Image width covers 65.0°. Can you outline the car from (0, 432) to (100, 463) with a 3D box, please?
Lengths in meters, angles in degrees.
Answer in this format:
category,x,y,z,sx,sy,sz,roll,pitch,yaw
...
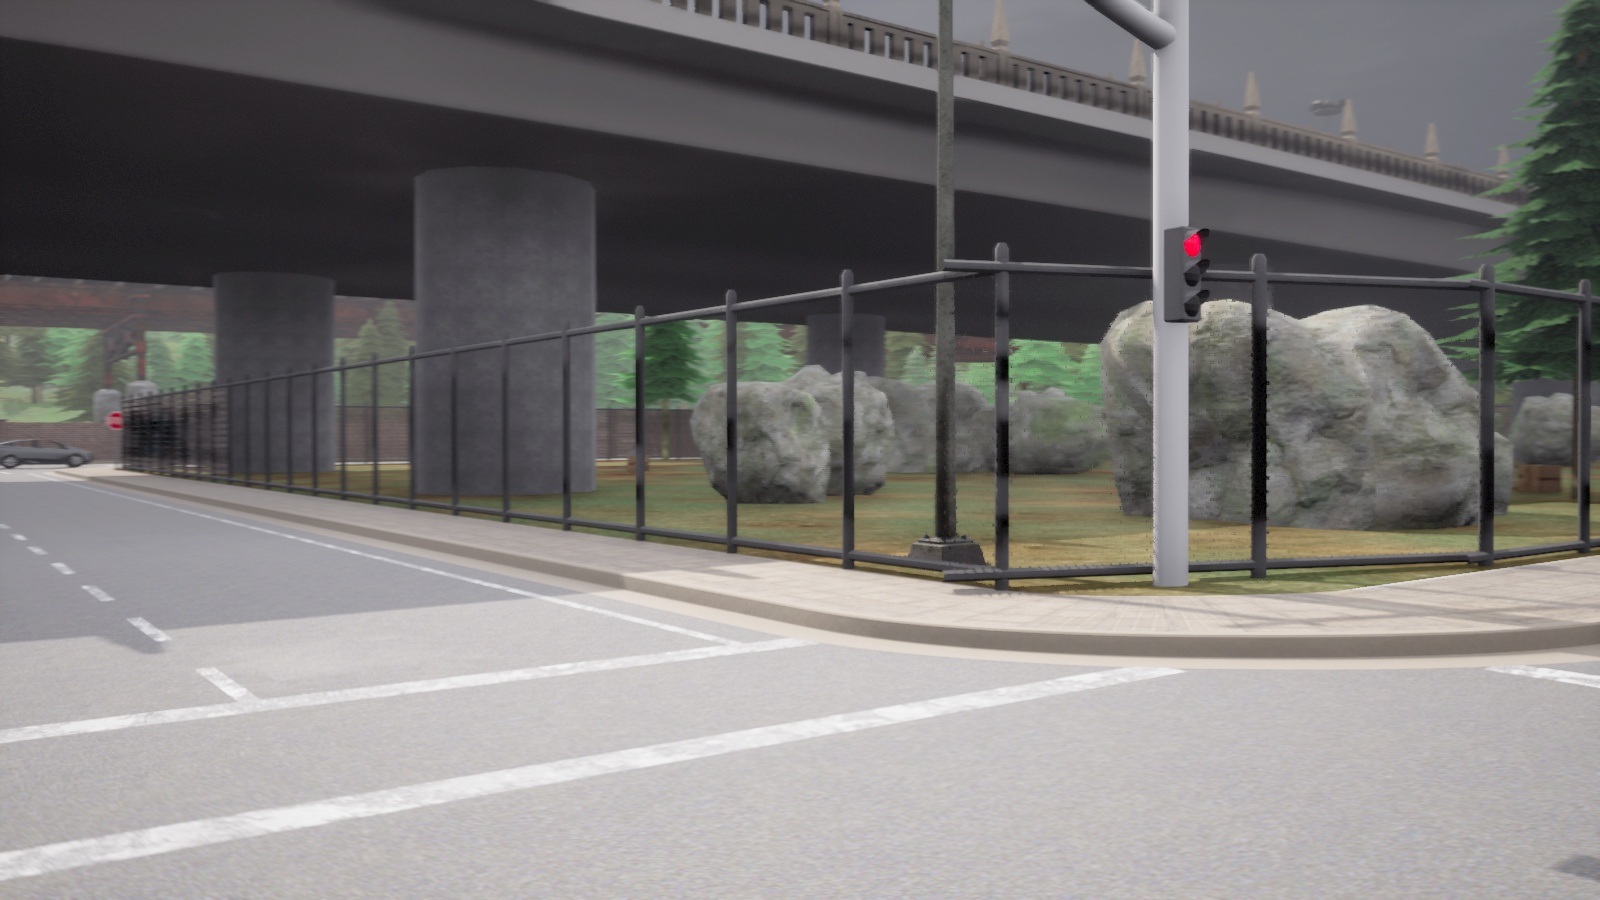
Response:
category,x,y,z,sx,sy,sz,roll,pitch,yaw
car,-38.675,-0.158,64.565,4.514,1.525,2.007,0,1,-35
